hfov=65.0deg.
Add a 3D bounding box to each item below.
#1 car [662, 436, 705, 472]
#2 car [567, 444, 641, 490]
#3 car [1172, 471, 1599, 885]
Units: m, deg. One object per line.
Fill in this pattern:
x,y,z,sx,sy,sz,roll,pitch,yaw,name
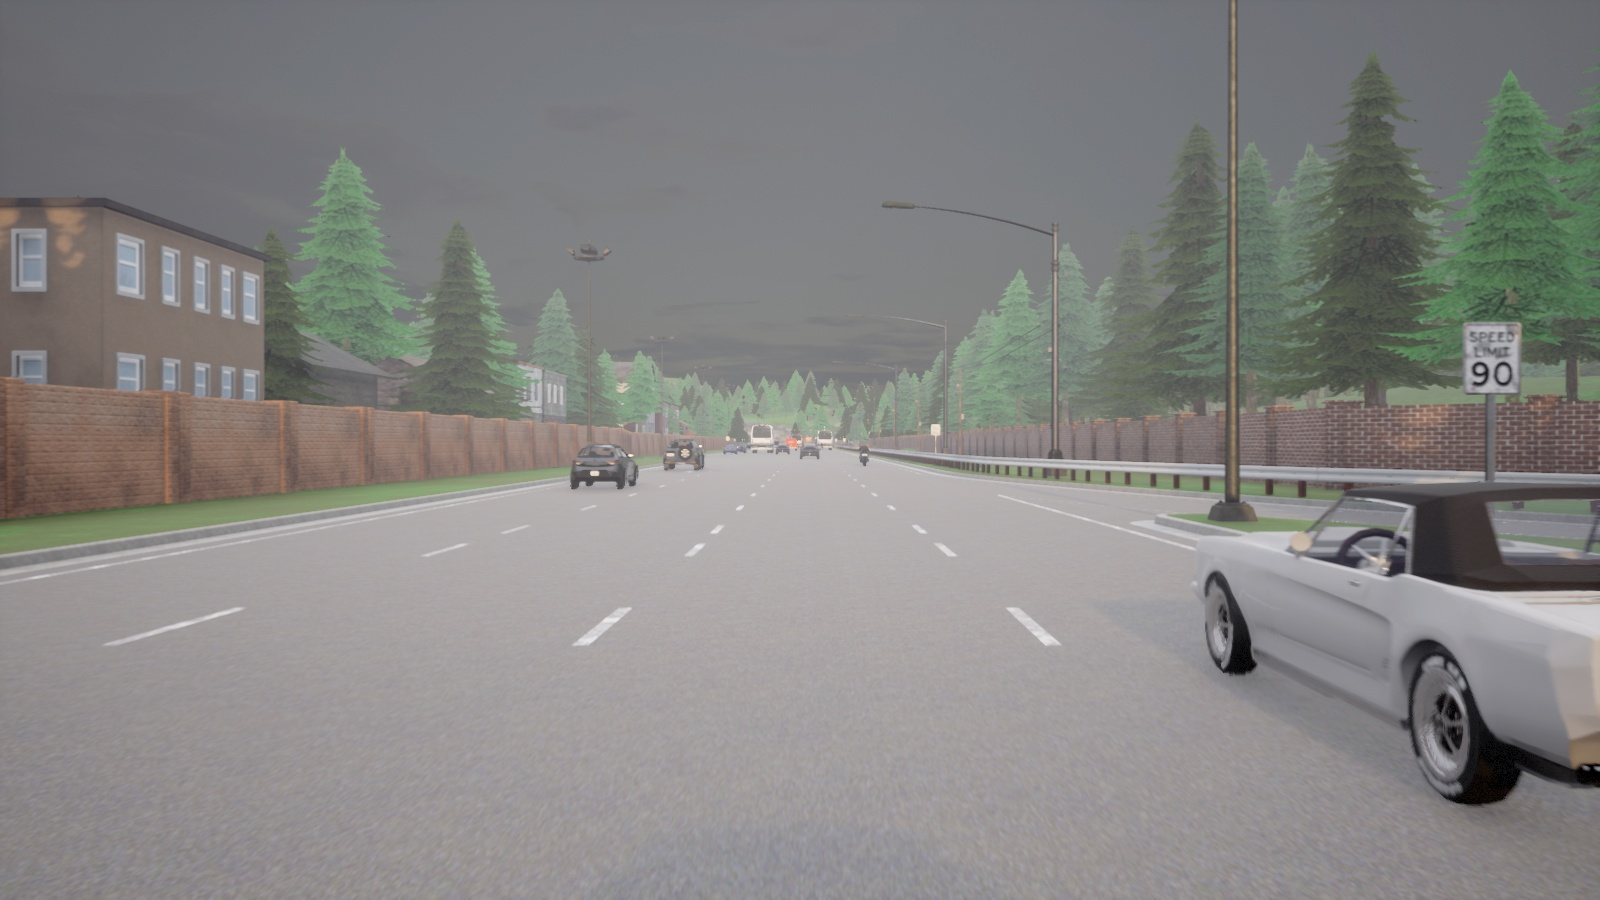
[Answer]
-6.394,0.195,69.640,1.932,1.855,4.605,0,1,0,car
-6.560,0.531,42.419,1.816,1.474,4.193,0,0,0,car
3.580,0.815,6.610,1.895,1.301,4.718,0,0,1,car
